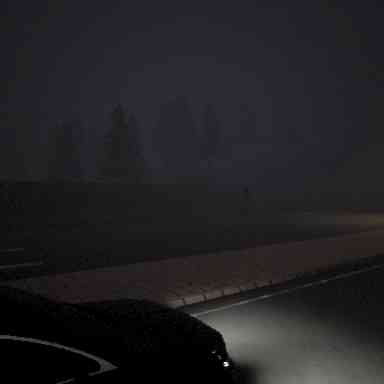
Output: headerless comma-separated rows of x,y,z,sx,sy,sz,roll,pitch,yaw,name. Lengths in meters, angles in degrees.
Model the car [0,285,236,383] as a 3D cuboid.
-1.836,1.505,2.436,4.892,1.490,1.837,0,0,-35,car
